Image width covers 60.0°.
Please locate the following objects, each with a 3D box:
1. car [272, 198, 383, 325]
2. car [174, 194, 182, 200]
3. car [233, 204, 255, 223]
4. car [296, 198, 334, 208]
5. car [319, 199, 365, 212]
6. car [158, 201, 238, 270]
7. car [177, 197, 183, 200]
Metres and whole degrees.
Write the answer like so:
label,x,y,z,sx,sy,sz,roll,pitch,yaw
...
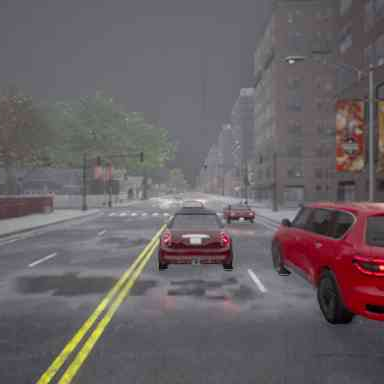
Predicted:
label,x,y,z,sx,sy,sz,roll,pitch,yaw
car,3.352,1.202,7.175,2.150,2.045,5.566,0,0,0
car,-3.264,1.301,80.910,2.128,1.511,4.902,0,0,0
car,3.346,1.527,24.632,1.895,1.301,4.718,0,0,0
car,16.370,1.451,44.446,4.313,1.339,1.947,0,0,0
car,16.377,1.443,36.421,4.206,1.307,1.802,0,0,0
car,0.099,1.319,11.004,2.097,1.767,4.553,0,0,0
car,0.100,1.403,24.706,1.882,1.535,5.008,0,0,1
